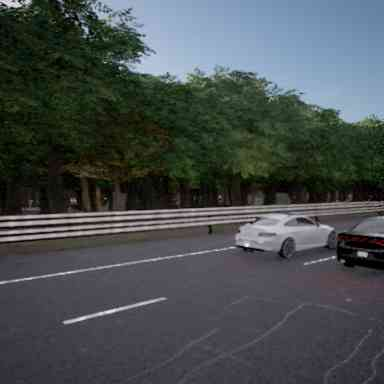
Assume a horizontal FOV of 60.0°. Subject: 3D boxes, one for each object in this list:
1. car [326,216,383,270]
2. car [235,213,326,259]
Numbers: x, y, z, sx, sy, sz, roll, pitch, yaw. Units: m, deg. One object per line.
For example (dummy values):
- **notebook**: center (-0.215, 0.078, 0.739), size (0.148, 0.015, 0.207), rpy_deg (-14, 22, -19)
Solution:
- **car**: center (6.384, 1.473, 10.233), size (5.008, 1.535, 1.882), rpy_deg (0, 0, -39)
- **car**: center (3.631, 1.514, 12.511), size (4.674, 1.442, 1.812), rpy_deg (0, 0, -39)
